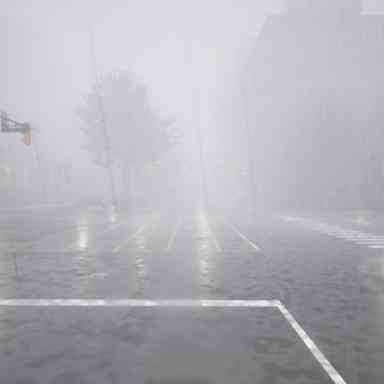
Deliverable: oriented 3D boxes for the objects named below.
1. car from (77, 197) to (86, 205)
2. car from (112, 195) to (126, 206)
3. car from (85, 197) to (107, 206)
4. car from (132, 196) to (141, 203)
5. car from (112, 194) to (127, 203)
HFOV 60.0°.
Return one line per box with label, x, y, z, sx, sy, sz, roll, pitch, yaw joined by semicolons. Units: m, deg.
car;-18.319;1.585;57.819;1.895;1.301;4.718;0;0;0
car;-11.653;1.469;53.939;1.882;1.535;5.008;0;0;0
car;-15.153;1.555;53.536;1.994;1.385;4.181;0;0;0
car;-11.584;1.584;69.275;1.895;1.301;4.718;0;0;0
car;-15.083;1.344;68.996;2.097;1.767;4.553;0;0;0
